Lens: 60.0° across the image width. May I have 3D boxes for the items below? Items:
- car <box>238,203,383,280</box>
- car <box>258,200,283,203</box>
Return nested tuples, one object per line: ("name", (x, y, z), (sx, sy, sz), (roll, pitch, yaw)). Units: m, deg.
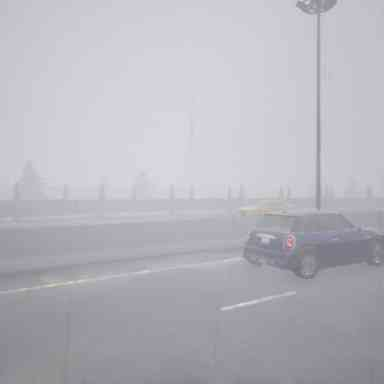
("car", (3.820, 1.337, 10.059), (4.553, 1.767, 2.097), (0, 0, -30))
("car", (6.108, 1.434, 27.143), (5.008, 1.535, 1.882), (0, 0, -24))
